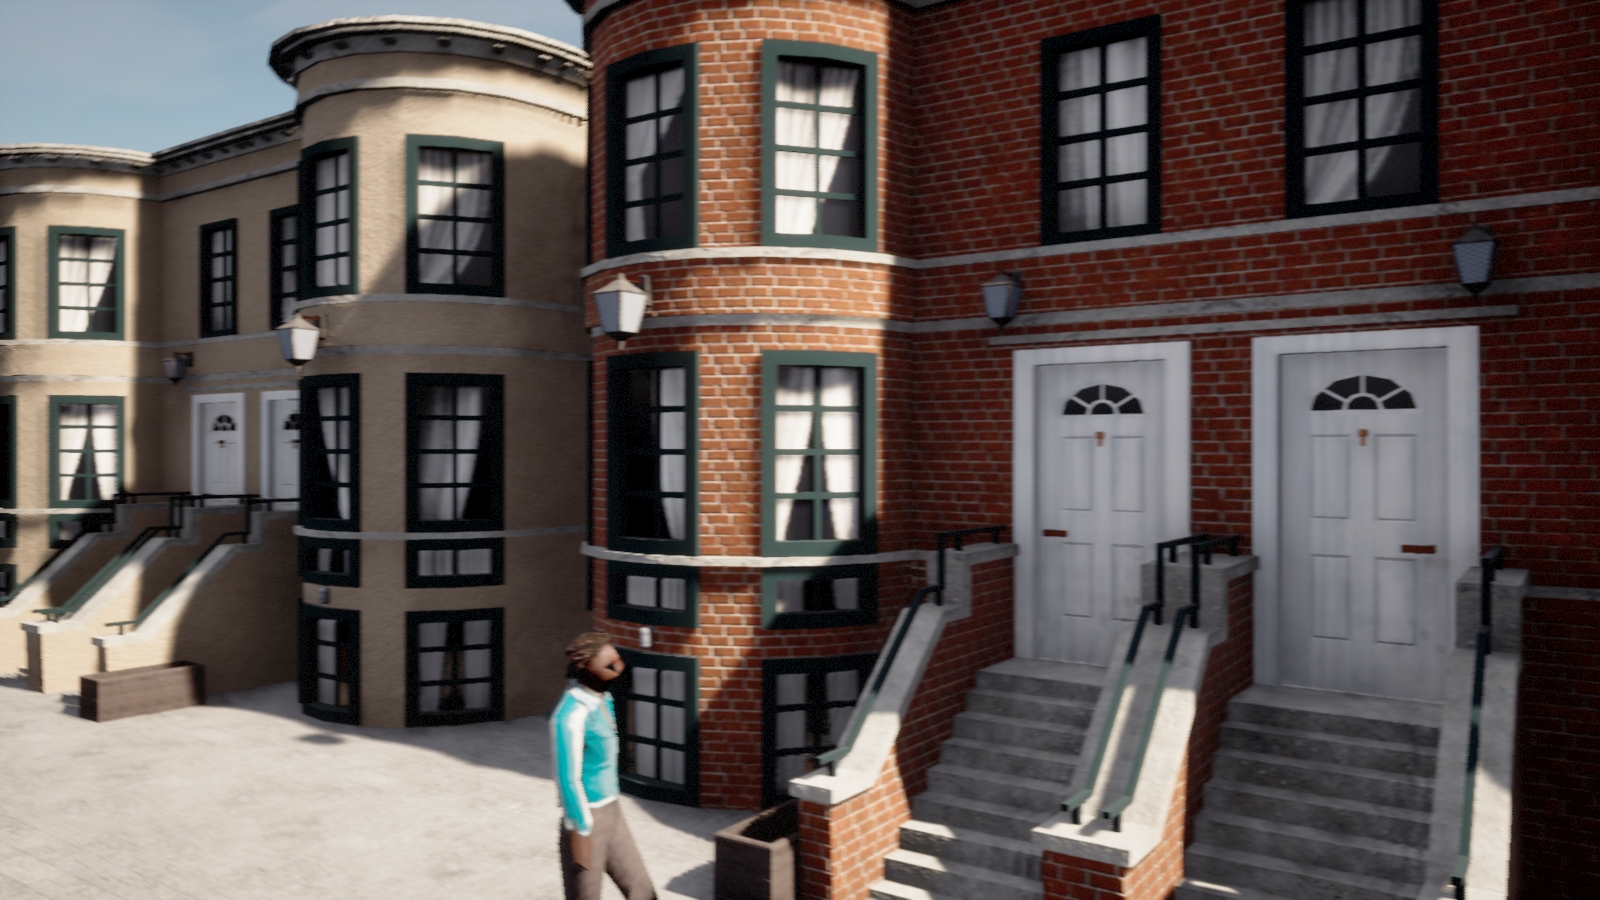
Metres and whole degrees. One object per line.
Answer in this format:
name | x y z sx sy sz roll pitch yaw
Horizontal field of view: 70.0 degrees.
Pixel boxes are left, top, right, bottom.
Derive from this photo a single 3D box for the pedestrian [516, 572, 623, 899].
pedestrian | -1.070 1.525 5.331 0.375 1.860 0.375 0 0 11
